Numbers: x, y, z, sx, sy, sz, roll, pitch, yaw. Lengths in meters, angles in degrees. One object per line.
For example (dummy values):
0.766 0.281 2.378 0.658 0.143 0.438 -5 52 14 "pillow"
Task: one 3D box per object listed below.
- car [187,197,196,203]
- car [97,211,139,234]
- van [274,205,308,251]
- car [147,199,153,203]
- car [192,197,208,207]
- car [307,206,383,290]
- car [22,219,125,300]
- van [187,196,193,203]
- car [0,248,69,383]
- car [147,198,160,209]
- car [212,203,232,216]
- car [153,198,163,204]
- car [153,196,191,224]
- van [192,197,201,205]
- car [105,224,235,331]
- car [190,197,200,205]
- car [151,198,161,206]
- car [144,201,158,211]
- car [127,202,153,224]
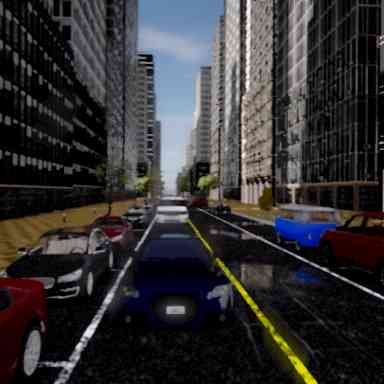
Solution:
-0.199 2.137 88.306 1.967 1.590 4.097 0 0 -4 "car"
-3.459 1.672 14.018 1.802 1.307 4.206 0 0 -4 "car"
4.900 1.491 14.598 1.690 1.788 3.998 0 0 -4 "van"
-5.029 1.810 36.697 2.008 1.369 4.403 0 0 -4 "car"
1.762 1.804 59.957 2.192 1.841 5.009 0 0 -4 "car"
5.292 1.423 8.928 2.192 1.841 5.009 0 0 -4 "car"
-3.068 1.598 8.348 2.008 1.369 4.403 0 0 -4 "car"
-0.592 2.079 93.976 1.690 1.788 3.998 0 0 -4 "van"
-2.675 1.549 2.678 1.887 1.381 4.507 0 0 -4 "car"
-6.206 1.826 53.708 1.967 1.590 4.097 0 0 -4 "car"
3.332 1.871 37.275 2.008 1.369 4.403 0 0 -4 "car"
-7.775 2.119 76.387 1.947 1.339 4.313 0 0 -4 "car"
-1.496 1.410 24.706 2.150 2.045 5.566 0 -1 -4 "car"
0.978 1.913 71.297 1.690 1.788 3.998 0 0 -4 "van"
-0.366 1.619 7.024 1.994 1.385 4.181 0 0 -3 "car"
0.586 2.054 76.966 1.967 1.590 4.097 0 0 -4 "car"
-6.978 1.994 64.878 1.752 1.417 4.829 0 0 -4 "car"
-5.813 1.925 48.037 1.802 1.307 4.206 0 0 -4 "car"
-4.244 1.725 25.358 2.008 1.369 4.403 0 0 -4 "car"
